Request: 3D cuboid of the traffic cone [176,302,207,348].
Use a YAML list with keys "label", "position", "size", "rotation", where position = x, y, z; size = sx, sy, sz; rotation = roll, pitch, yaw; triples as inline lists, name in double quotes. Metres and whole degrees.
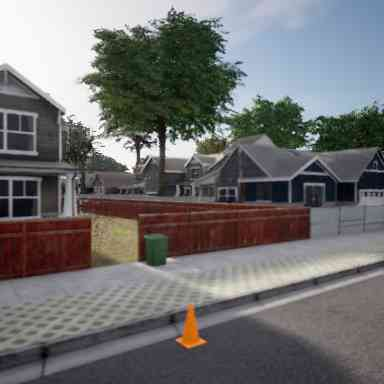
- label: "traffic cone"
  position: [-0.011, 1.955, 4.998]
  size: [0.340, 0.580, 0.340]
  rotation: [0, 0, -36]
